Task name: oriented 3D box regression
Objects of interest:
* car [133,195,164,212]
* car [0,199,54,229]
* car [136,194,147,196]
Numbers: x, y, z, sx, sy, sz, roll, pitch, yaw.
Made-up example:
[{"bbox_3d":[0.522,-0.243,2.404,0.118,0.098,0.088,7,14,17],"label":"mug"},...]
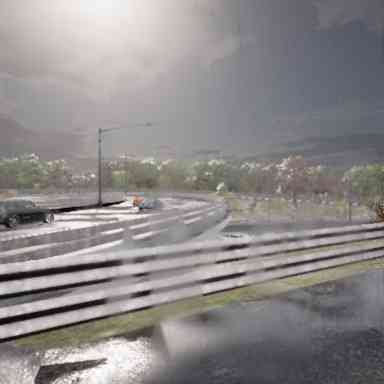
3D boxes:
[{"bbox_3d":[-4.420,1.356,36.528,2.033,1.411,5.357,0,0,7],"label":"car"},{"bbox_3d":[-11.007,1.268,21.288,2.097,1.767,4.553,0,0,16],"label":"car"},{"bbox_3d":[-7.230,1.101,48.786,2.097,1.767,4.553,0,0,1],"label":"car"}]
